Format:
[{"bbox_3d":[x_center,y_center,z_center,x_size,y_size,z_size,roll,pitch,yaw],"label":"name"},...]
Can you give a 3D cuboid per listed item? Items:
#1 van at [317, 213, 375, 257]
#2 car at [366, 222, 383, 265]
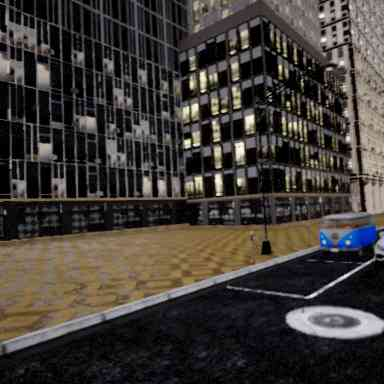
[{"bbox_3d":[7.231,1.890,15.323,1.690,1.788,3.998,-6,-4,41],"label":"van"},{"bbox_3d":[8.387,1.863,12.661,1.812,1.442,4.674,-6,-4,41],"label":"car"}]
